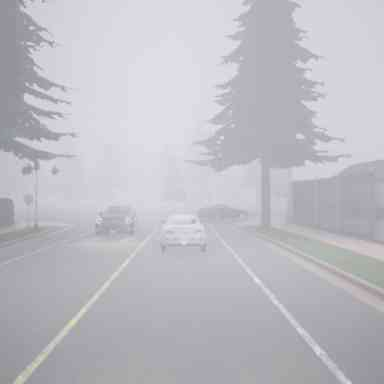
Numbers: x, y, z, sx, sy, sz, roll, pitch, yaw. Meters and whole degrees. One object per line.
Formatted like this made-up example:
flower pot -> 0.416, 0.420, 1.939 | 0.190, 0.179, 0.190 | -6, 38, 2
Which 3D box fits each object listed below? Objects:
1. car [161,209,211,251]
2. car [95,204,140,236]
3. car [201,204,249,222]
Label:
car -> -0.414, 1.678, 14.771 | 1.812, 1.442, 4.674 | 0, -1, -3
car -> -4.348, 1.560, 19.887 | 2.097, 1.767, 4.553 | 0, -1, -4
car -> 2.885, 1.831, 29.702 | 4.902, 1.511, 2.128 | 0, -1, -31
